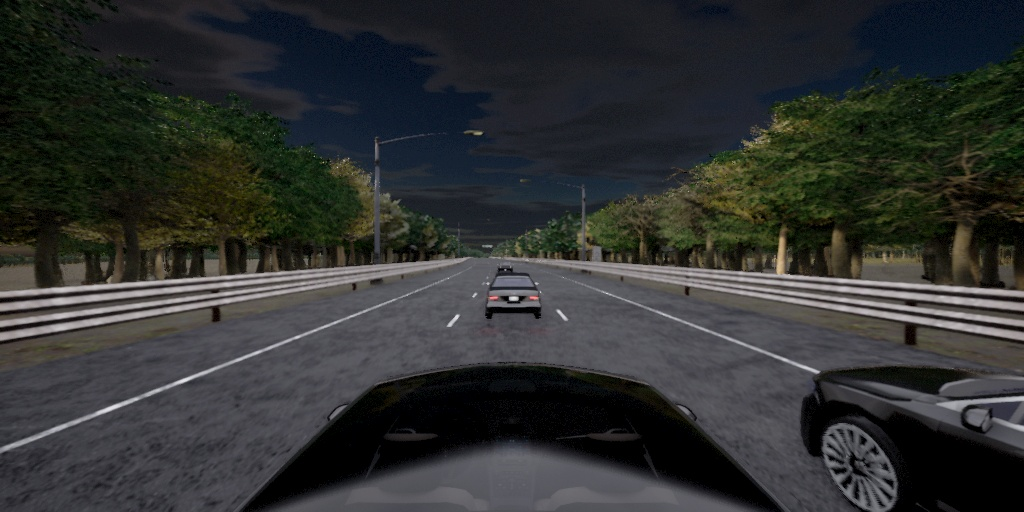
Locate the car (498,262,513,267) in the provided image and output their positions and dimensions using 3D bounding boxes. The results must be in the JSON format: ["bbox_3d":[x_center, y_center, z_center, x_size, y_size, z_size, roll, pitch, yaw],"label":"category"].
[{"bbox_3d":[-0.863,1.358,44.628,1.895,1.301,4.718,0,0,-2],"label":"car"}]

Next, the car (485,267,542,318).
[{"bbox_3d":[0.020,1.298,13.019,2.033,1.411,5.357,0,0,-1],"label":"car"}]

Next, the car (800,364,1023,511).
[{"bbox_3d":[3.586,1.239,1.321,2.128,1.511,4.902,0,0,0],"label":"car"}]
